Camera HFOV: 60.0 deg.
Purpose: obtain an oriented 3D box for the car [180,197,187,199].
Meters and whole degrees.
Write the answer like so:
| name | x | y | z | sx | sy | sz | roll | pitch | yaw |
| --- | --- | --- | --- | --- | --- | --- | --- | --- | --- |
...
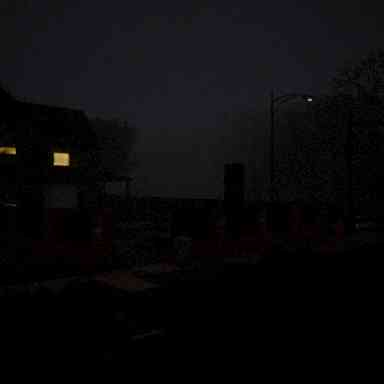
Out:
| name | x | y | z | sx | sy | sz | roll | pitch | yaw |
| --- | --- | --- | --- | --- | --- | --- | --- | --- | --- |
| car | -0.832 | 1.396 | 40.870 | 1.812 | 1.442 | 4.674 | 0 | 0 | -36 |

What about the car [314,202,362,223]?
| name | x | y | z | sx | sy | sz | roll | pitch | yaw |
| --- | --- | --- | --- | --- | --- | --- | --- | --- | --- |
| car | 10.372 | 1.473 | 25.265 | 1.812 | 1.442 | 4.674 | 0 | 1 | -36 |
